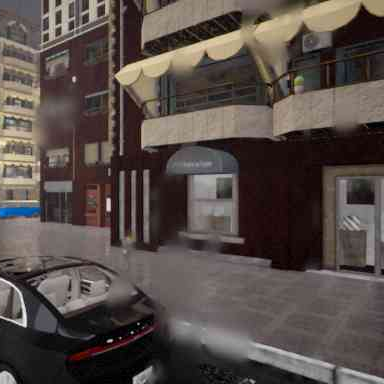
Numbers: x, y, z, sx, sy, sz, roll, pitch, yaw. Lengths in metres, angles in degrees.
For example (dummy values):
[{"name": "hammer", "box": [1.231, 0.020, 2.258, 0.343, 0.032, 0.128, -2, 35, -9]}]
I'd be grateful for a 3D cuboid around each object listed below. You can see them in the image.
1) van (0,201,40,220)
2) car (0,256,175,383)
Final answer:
[{"name": "van", "box": [-16.532, 1.735, 32.132, 1.690, 1.788, 3.998, -1, -2, 35]}, {"name": "car", "box": [-2.249, 1.554, 4.476, 4.403, 1.369, 2.008, 0, 0, 35]}]
